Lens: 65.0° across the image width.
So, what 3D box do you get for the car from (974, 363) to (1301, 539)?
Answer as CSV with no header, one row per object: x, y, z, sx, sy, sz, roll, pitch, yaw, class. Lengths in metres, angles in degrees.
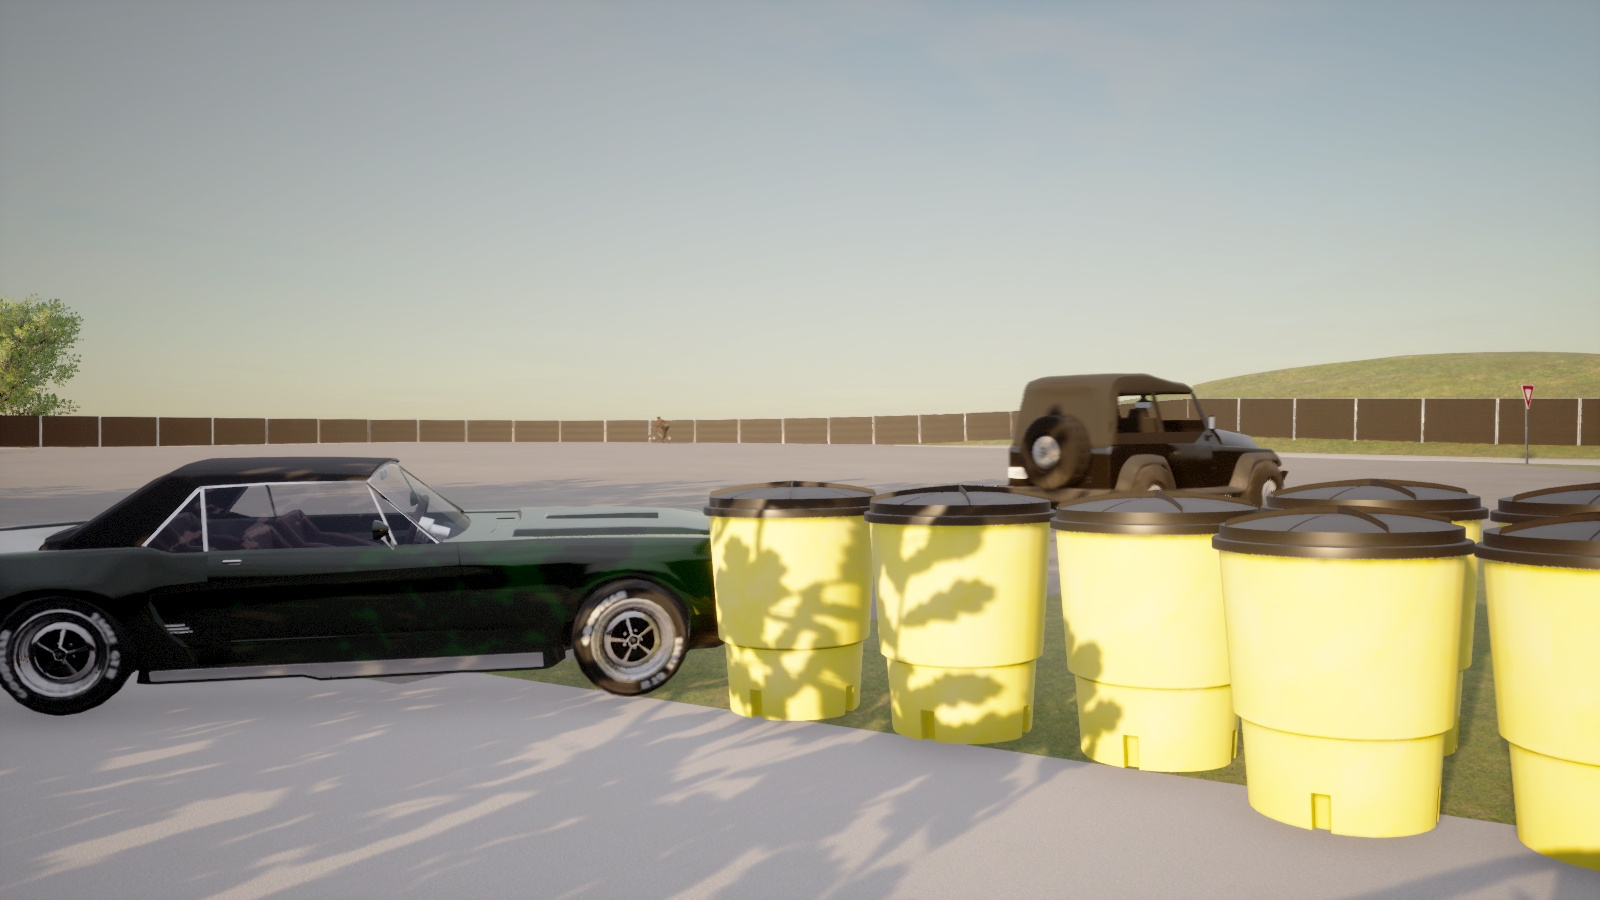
4.190,-0.041,15.346,3.866,1.878,1.905,-2,1,-39,car

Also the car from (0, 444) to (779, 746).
-2.631,0.740,7.540,4.718,1.301,1.895,-2,3,-11,car
